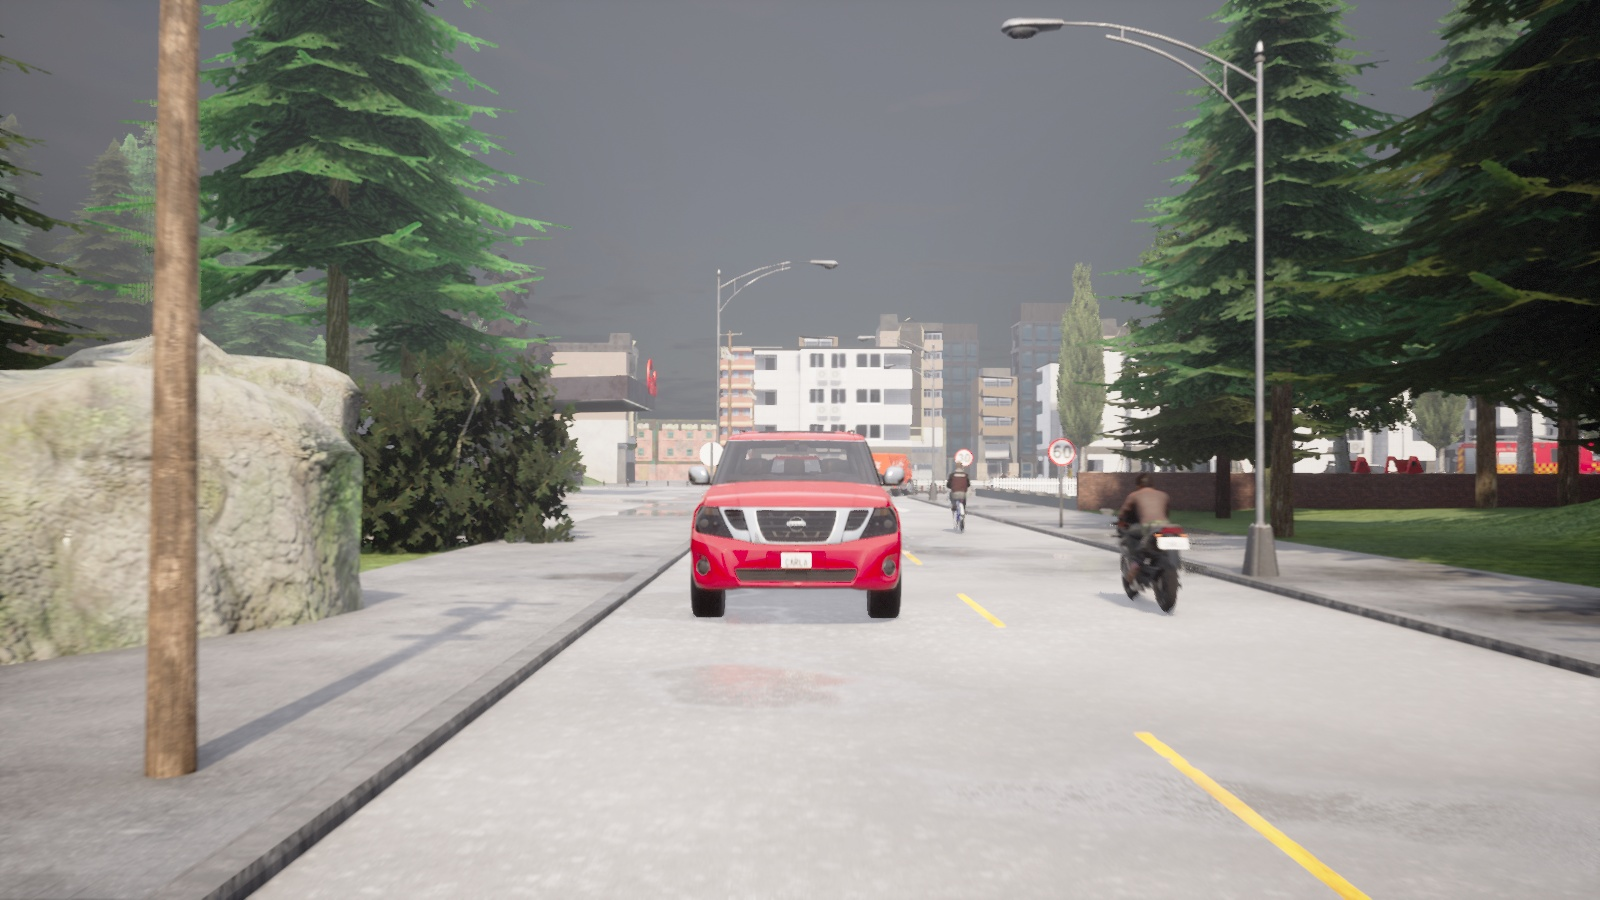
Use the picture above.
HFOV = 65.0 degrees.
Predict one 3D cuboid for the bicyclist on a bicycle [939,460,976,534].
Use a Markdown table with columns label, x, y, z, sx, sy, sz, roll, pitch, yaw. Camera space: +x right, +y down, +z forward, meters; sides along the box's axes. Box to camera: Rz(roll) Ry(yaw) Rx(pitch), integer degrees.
| label | x | y | z | sx | sy | sz | roll | pitch | yaw |
| --- | --- | --- | --- | --- | --- | --- | --- | --- | --- |
| bicyclist on a bicycle | 3.918 | 1.140 | 31.344 | 0.659 | 1.776 | 1.843 | 0 | 0 | 0 |

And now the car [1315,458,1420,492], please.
| label | x | y | z | sx | sy | sz | roll | pitch | yaw |
| --- | --- | --- | --- | --- | --- | --- | --- | --- | --- |
| car | 35.146 | 1.568 | 77.878 | 5.566 | 2.045 | 2.150 | 0 | -1 | 0 |

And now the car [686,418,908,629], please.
| label | x | y | z | sx | sy | sz | roll | pitch | yaw |
| --- | --- | --- | --- | --- | --- | --- | --- | --- | --- |
| car | -0.036 | 0.758 | 14.996 | 2.150 | 2.045 | 5.566 | 0 | -1 | 0 |

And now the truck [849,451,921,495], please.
| label | x | y | z | sx | sy | sz | roll | pitch | yaw |
| --- | --- | --- | --- | --- | --- | --- | --- | --- | --- |
| truck | 5.054 | 1.406 | 73.632 | 2.627 | 2.467 | 5.204 | -1 | -2 | 23 |

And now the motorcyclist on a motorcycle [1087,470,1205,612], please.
| label | x | y | z | sx | sy | sz | roll | pitch | yaw |
| --- | --- | --- | --- | --- | --- | --- | --- | --- | --- |
| motorcyclist on a motorcycle | 3.966 | 0.998 | 14.567 | 0.797 | 1.523 | 2.044 | 0 | -1 | 0 |

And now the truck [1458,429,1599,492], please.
| label | x | y | z | sx | sy | sz | roll | pitch | yaw |
| --- | --- | --- | --- | --- | --- | --- | --- | --- | --- |
| truck | 45.822 | 0.642 | 77.909 | 8.468 | 3.827 | 2.891 | 0 | -1 | 0 |
